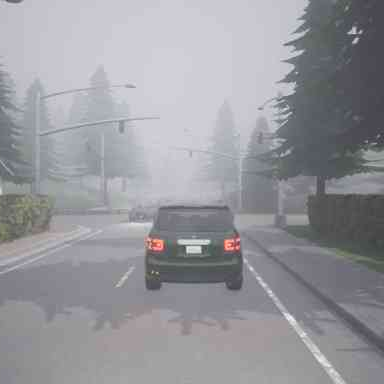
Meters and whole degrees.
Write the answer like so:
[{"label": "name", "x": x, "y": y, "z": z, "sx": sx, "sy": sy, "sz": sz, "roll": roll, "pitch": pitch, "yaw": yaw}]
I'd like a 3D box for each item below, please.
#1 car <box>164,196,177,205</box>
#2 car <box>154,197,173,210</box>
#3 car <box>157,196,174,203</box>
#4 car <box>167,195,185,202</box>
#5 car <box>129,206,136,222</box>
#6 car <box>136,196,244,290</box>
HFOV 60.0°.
[{"label": "car", "x": -3.726, "y": 1.492, "z": 57.772, "sx": 2.128, "sy": 1.511, "sz": 4.902, "roll": 0, "pitch": 0, "yaw": -1}, {"label": "car", "x": -3.649, "y": 1.492, "z": 43.912, "sx": 2.128, "sy": 1.511, "sz": 4.902, "roll": 0, "pitch": 0, "yaw": 0}, {"label": "car", "x": -5.641, "y": 1.595, "z": 70.756, "sx": 1.895, "sy": 1.301, "sz": 4.718, "roll": 0, "pitch": 0, "yaw": -28}, {"label": "car", "x": -3.625, "y": 1.524, "z": 74.147, "sx": 1.812, "sy": 1.442, "sz": 4.674, "roll": 0, "pitch": 0, "yaw": -35}, {"label": "car", "x": -3.631, "y": 1.558, "z": 25.859, "sx": 1.994, "sy": 1.385, "sz": 4.181, "roll": 0, "pitch": 0, "yaw": 0}, {"label": "car", "x": 0.052, "y": 1.221, "z": 9.197, "sx": 2.150, "sy": 2.045, "sz": 5.566, "roll": 0, "pitch": 0, "yaw": 0}]
